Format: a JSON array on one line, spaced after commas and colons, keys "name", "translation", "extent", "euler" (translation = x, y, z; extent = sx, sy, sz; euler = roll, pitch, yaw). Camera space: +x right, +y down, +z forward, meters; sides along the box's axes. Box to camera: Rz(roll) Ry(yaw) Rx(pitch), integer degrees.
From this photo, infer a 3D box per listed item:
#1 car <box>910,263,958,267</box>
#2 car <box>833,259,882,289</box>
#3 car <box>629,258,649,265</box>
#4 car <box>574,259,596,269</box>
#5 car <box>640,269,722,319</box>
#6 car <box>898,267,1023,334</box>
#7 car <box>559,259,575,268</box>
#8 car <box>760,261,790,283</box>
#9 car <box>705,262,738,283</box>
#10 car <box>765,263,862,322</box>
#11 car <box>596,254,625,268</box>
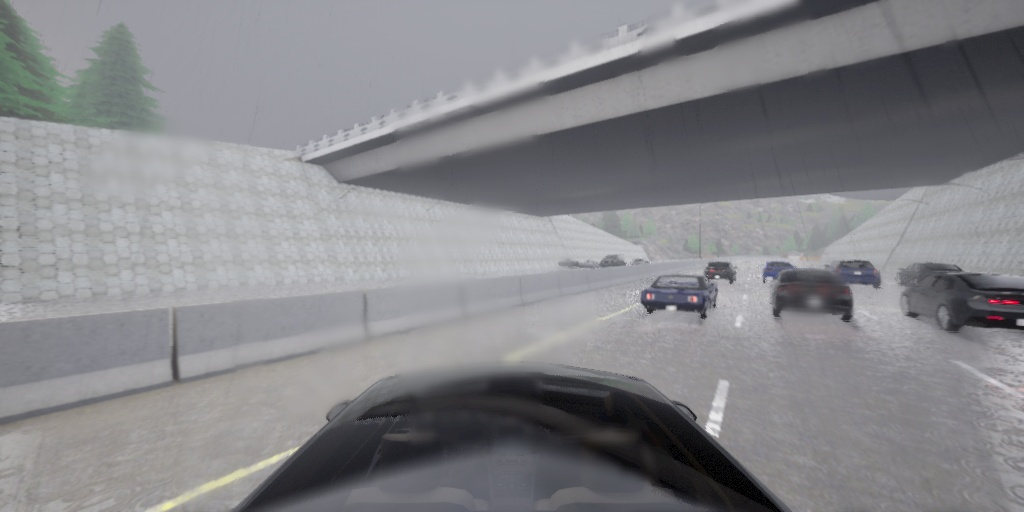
[{"name": "car", "translation": [24.076, 1.146, 20.609], "extent": [1.837, 1.490, 4.892], "euler": [0, 1, 34]}, {"name": "car", "translation": [20.954, 0.990, 22.247], "extent": [2.097, 1.767, 4.553], "euler": [0, 0, 34]}, {"name": "car", "translation": [17.064, 1.056, 48.005], "extent": [1.837, 1.490, 4.892], "euler": [0, 1, 34]}, {"name": "car", "translation": [11.235, 1.150, 51.875], "extent": [1.895, 1.301, 4.718], "euler": [0, 0, 34]}, {"name": "car", "translation": [6.121, 1.300, 12.794], "extent": [1.895, 1.301, 4.718], "euler": [0, 0, 34]}, {"name": "car", "translation": [12.518, 1.203, 9.747], "extent": [1.837, 1.490, 4.892], "euler": [0, 0, 34]}, {"name": "car", "translation": [8.940, 1.144, 54.701], "extent": [1.895, 1.301, 4.718], "euler": [0, 0, 35]}, {"name": "car", "translation": [19.093, 1.107, 25.727], "extent": [1.882, 1.535, 5.008], "euler": [0, 0, 34]}, {"name": "car", "translation": [15.373, 1.140, 26.484], "extent": [1.837, 1.490, 4.892], "euler": [0, 1, 34]}, {"name": "car", "translation": [10.058, 1.172, 12.355], "extent": [1.882, 1.535, 5.008], "euler": [0, 0, 34]}, {"name": "car", "translation": [13.979, 0.773, 49.694], "extent": [2.150, 2.045, 5.566], "euler": [0, 0, 34]}]
